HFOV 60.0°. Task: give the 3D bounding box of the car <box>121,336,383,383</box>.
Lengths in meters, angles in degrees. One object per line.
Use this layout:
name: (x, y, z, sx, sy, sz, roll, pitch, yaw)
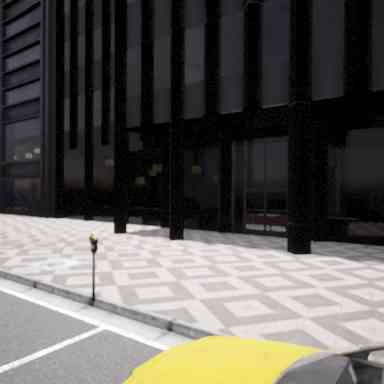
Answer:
car: (1.462, 1.527, 1.800, 4.829, 1.417, 1.752, 0, 0, 37)
